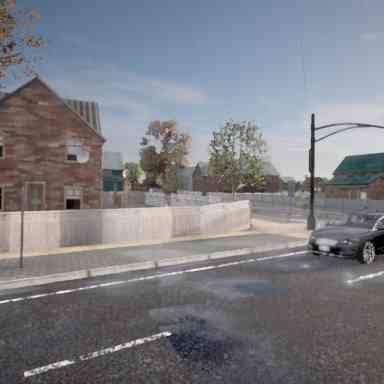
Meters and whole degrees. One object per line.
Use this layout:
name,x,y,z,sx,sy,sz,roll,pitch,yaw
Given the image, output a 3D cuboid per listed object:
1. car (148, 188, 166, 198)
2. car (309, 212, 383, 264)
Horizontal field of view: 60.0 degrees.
car,-6.544,0.330,61.636,2.150,2.045,5.566,1,1,-21
car,6.172,1.500,11.852,4.902,1.511,2.128,0,0,-35
